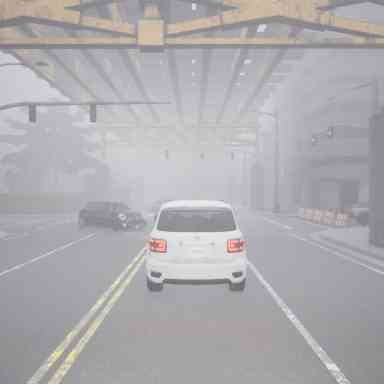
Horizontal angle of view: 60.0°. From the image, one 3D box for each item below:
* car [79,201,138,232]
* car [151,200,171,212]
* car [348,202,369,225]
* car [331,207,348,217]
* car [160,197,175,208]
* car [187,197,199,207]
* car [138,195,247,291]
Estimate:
[{"bbox_3d":[-4.777,1.352,19.986,4.553,1.767,2.097,0,1,38],"label":"car"},{"bbox_3d":[-3.567,1.601,39.116,1.895,1.301,4.718,0,0,0],"label":"car"},{"bbox_3d":[13.279,1.453,22.155,4.974,1.542,2.038,0,0,-20],"label":"car"},{"bbox_3d":[13.656,1.295,26.292,4.536,1.218,1.853,0,0,25],"label":"car"},{"bbox_3d":[-3.551,1.526,49.064,1.812,1.442,4.674,0,0,0],"label":"car"},{"bbox_3d":[0.144,1.525,51.633,1.812,1.442,4.674,0,0,0],"label":"car"},{"bbox_3d":[0.086,1.221,9.111,2.150,2.045,5.566,0,0,0],"label":"car"}]
